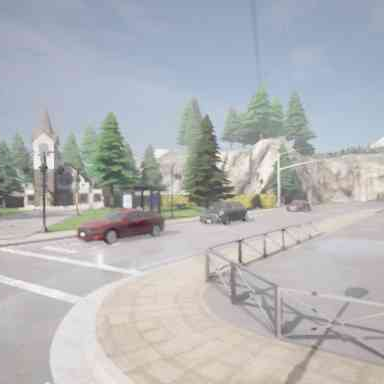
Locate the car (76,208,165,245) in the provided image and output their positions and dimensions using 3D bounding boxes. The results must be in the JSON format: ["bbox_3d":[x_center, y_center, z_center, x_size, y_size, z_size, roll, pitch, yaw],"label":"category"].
[{"bbox_3d":[-3.482,1.635,16.991,1.882,1.535,5.008,-1,0,35],"label":"car"}]

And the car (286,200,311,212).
[{"bbox_3d":[12.913,1.650,40.081,1.812,1.442,4.674,-1,-1,36],"label":"car"}]

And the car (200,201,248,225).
[{"bbox_3d":[2.488,1.498,25.439,2.097,1.767,4.553,-1,0,35],"label":"car"}]
